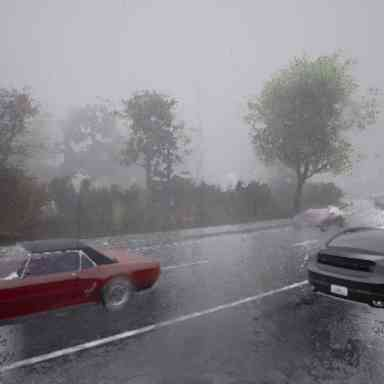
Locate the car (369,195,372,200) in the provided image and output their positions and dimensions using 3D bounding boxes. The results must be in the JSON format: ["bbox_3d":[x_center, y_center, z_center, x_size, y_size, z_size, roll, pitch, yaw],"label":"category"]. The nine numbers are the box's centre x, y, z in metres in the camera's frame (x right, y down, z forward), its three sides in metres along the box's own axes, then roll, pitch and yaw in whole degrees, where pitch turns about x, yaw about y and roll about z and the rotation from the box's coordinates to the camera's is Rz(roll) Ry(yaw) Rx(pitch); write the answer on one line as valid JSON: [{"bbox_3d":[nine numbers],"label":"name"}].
[{"bbox_3d":[41.245,1.289,74.968,1.882,1.535,5.008,0,0,14],"label":"car"}]

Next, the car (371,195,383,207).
[{"bbox_3d":[30.429,1.535,53.194,2.128,1.511,4.902,0,0,25],"label":"car"}]

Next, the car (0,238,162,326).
[{"bbox_3d":[-3.032,1.625,6.244,4.718,1.301,1.895,0,0,-37],"label":"car"}]

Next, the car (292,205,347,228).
[{"bbox_3d":[7.945,1.558,20.425,1.812,1.442,4.674,0,0,44],"label":"car"}]

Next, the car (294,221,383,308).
[{"bbox_3d":[4.531,1.518,7.527,4.892,1.490,1.837,0,0,-39],"label":"car"}]
